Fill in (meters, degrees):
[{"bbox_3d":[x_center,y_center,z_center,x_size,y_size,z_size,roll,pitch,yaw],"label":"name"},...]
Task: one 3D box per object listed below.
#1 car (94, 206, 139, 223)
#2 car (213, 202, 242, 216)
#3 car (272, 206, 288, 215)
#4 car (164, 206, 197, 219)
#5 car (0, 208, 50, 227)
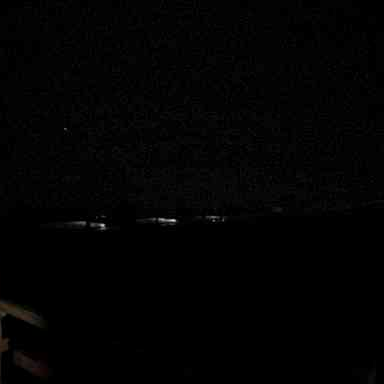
[{"bbox_3d":[-7.480,2.215,33.190,1.837,1.490,4.892,3,0,36],"label":"car"},{"bbox_3d":[5.543,2.579,51.073,2.150,2.045,5.566,3,1,40],"label":"car"},{"bbox_3d":[15.857,3.372,60.472,1.812,1.442,4.674,3,0,37],"label":"car"},{"bbox_3d":[-1.360,2.533,41.636,1.837,1.490,4.892,3,0,37],"label":"car"},{"bbox_3d":[-13.460,1.939,24.911,2.033,1.411,5.357,3,0,36],"label":"car"}]
